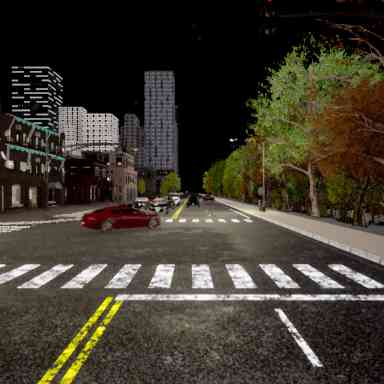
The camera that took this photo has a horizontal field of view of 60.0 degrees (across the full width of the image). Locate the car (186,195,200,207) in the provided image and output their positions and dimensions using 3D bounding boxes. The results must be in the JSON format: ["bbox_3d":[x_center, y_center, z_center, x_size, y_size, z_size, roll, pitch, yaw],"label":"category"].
[{"bbox_3d":[0.202,1.508,50.053,1.812,1.442,4.674,0,0,0],"label":"car"}]

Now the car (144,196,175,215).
[{"bbox_3d":[-3.272,1.481,34.262,2.128,1.511,4.902,0,0,0],"label":"car"}]

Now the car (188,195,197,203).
[{"bbox_3d":[0.194,1.475,71.414,1.837,1.490,4.892,0,0,0],"label":"car"}]

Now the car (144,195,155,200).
[{"bbox_3d":[-6.504,1.477,42.832,2.128,1.511,4.902,0,0,0],"label":"car"}]

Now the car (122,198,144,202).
[{"bbox_3d":[-6.524,1.554,33.955,1.994,1.385,4.181,0,0,0],"label":"car"}]

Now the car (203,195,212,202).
[{"bbox_3d":[3.399,1.448,74.284,1.882,1.535,5.008,0,0,0],"label":"car"}]

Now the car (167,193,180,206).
[{"bbox_3d":[-3.206,1.202,55.229,2.150,2.045,5.566,0,0,1],"label":"car"}]

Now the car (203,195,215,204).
[{"bbox_3d":[3.480,1.468,64.015,2.128,1.511,4.902,0,0,0],"label":"car"}]

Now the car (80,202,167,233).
[{"bbox_3d":[-4.062,1.521,19.371,4.674,1.442,1.812,0,1,-36],"label":"car"}]

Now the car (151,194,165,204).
[{"bbox_3d":[-6.425,1.329,62.643,2.097,1.767,4.553,0,0,1],"label":"car"}]

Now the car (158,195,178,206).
[{"bbox_3d":[-3.244,1.490,44.504,1.837,1.490,4.892,0,0,0],"label":"car"}]
